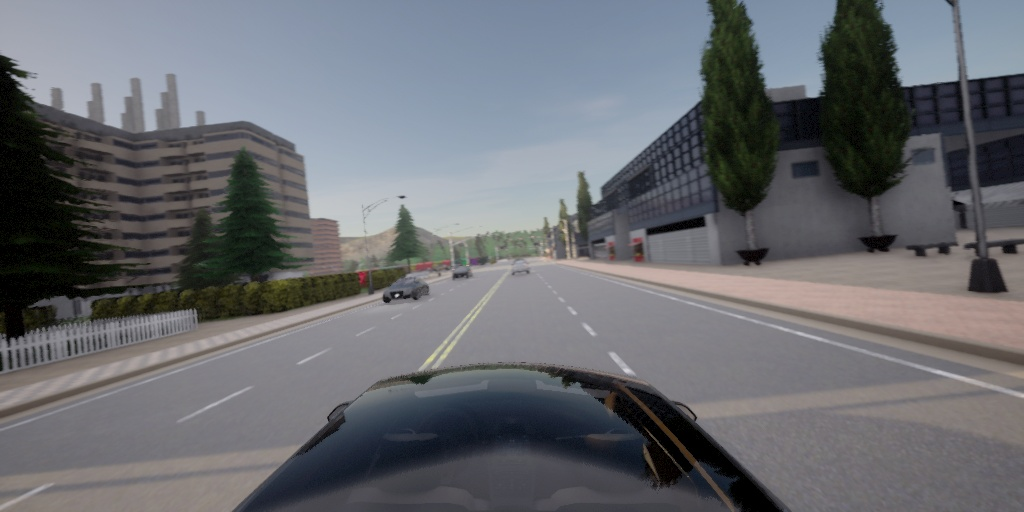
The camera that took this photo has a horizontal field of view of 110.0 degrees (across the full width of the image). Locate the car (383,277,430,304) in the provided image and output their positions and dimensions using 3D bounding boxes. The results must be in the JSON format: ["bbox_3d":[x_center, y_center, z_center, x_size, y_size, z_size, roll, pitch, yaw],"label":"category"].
[{"bbox_3d":[-6.602,2.083,22.664,1.994,1.385,4.181,-6,0,2],"label":"car"}]

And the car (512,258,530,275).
[{"bbox_3d":[0.965,1.288,40.161,1.812,1.442,4.674,-6,0,2],"label":"car"}]

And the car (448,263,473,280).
[{"bbox_3d":[-5.976,2.001,43.564,1.882,1.535,5.008,-6,0,2],"label":"car"}]
